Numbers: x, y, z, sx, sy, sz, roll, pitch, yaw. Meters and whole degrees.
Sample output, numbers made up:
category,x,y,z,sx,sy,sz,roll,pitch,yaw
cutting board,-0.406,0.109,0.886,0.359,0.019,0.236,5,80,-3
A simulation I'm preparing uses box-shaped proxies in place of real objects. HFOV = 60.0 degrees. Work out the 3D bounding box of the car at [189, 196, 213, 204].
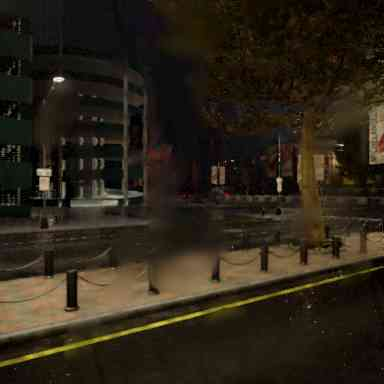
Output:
category,x,y,z,sx,sy,sz,roll,pitch,yaw
car,1.541,1.701,68.035,1.895,1.301,4.718,0,0,-41

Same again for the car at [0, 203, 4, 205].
category,x,y,z,sx,sy,sz,roll,pitch,yaw
car,-20.767,1.328,32.063,4.674,1.452,2.002,0,0,-35

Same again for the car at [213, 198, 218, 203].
category,x,y,z,sx,sy,sz,roll,pitch,yaw
car,3.365,1.651,71.231,2.033,1.411,5.357,0,0,-41
